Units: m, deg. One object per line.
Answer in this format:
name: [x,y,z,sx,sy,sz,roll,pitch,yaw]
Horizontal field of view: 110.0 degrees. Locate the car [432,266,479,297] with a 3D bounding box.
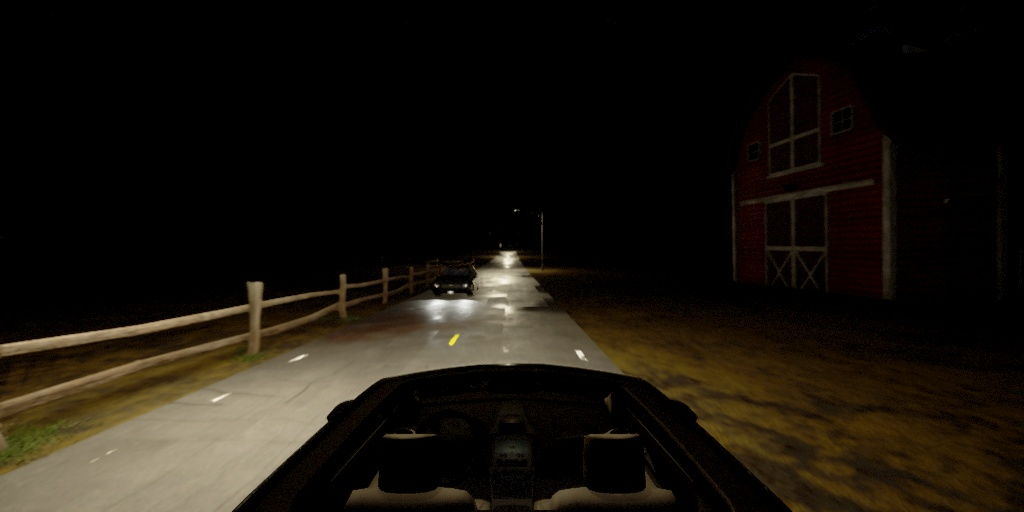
car: [-2.754,1.235,18.734,2.033,1.411,5.357,0,0,0]
